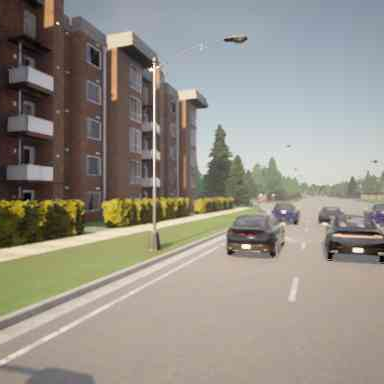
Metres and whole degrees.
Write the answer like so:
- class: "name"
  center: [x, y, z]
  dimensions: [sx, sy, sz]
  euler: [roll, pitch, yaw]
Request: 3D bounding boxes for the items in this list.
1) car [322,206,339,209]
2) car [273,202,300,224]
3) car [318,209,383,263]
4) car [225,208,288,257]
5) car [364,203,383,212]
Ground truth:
- class: "car"
  center: [11.131, 1.837, 26.608]
  dimensions: [1.994, 1.385, 4.181]
  euler: [0, -1, 21]
- class: "car"
  center: [7.859, 1.640, 27.842]
  dimensions: [2.097, 1.767, 4.553]
  euler: [0, -1, 21]
- class: "car"
  center: [6.022, 1.623, 12.629]
  dimensions: [2.128, 1.511, 4.902]
  euler: [0, -1, 21]
- class: "car"
  center: [2.733, 1.652, 13.826]
  dimensions: [1.837, 1.490, 4.892]
  euler: [0, 0, 21]
- class: "car"
  center: [14.433, 1.609, 25.437]
  dimensions: [2.097, 1.767, 4.553]
  euler: [0, -1, 21]
